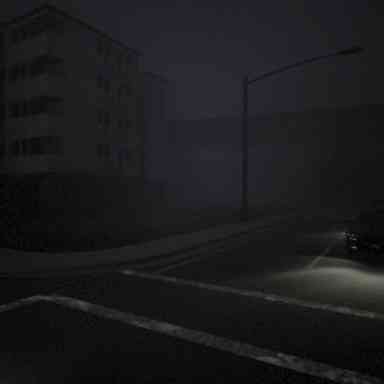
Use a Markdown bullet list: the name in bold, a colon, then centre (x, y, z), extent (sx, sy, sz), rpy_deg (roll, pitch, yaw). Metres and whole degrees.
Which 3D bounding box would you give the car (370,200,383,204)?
- **car**: centre (12.259, 1.314, 21.381), extent (2.097, 1.767, 4.553), rpy_deg (0, 0, 31)

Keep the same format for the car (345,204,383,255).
- **car**: centre (7.164, 1.464, 12.871), extent (1.882, 1.535, 5.008), rpy_deg (0, 0, 31)
